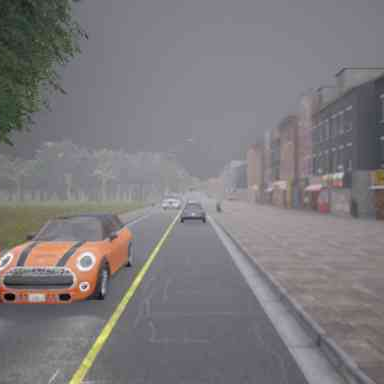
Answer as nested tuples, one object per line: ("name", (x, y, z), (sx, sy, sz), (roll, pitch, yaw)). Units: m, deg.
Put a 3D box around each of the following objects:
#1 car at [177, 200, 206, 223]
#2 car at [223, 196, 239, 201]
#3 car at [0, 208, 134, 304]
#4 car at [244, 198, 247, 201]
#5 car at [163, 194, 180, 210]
("car", (0.100, 1.594, 26.178), (1.994, 1.385, 4.181), (0, 0, 0))
("car", (10.432, 1.774, 89.058), (4.403, 1.369, 2.008), (-1, 1, 0))
("car", (-2.839, 1.347, 8.355), (2.097, 1.767, 4.553), (0, 0, 0))
("car", (15.963, 1.685, 89.056), (4.206, 1.307, 1.802), (-1, 1, 0))
("car", (-2.836, 1.355, 46.469), (2.150, 2.045, 5.566), (0, 0, 0))
